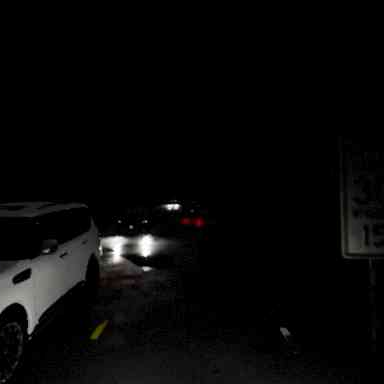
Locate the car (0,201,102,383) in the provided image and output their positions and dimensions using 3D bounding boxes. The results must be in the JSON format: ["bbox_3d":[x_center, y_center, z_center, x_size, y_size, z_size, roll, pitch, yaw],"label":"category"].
[{"bbox_3d":[-3.112,1.219,5.480,2.150,2.045,5.566,0,0,0],"label":"car"}]

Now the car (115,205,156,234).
[{"bbox_3d":[-3.126,1.510,19.268,1.812,1.442,4.674,0,0,-1],"label":"car"}]

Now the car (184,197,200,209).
[{"bbox_3d":[-0.018,1.428,46.007,2.128,1.511,4.902,0,0,0],"label":"car"}]

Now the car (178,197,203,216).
[{"bbox_3d":[0.020,1.456,31.973,2.128,1.511,4.902,0,0,0],"label":"car"}]

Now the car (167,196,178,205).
[{"bbox_3d":[-3.205,1.407,57.597,2.128,1.511,4.902,0,0,0],"label":"car"}]
